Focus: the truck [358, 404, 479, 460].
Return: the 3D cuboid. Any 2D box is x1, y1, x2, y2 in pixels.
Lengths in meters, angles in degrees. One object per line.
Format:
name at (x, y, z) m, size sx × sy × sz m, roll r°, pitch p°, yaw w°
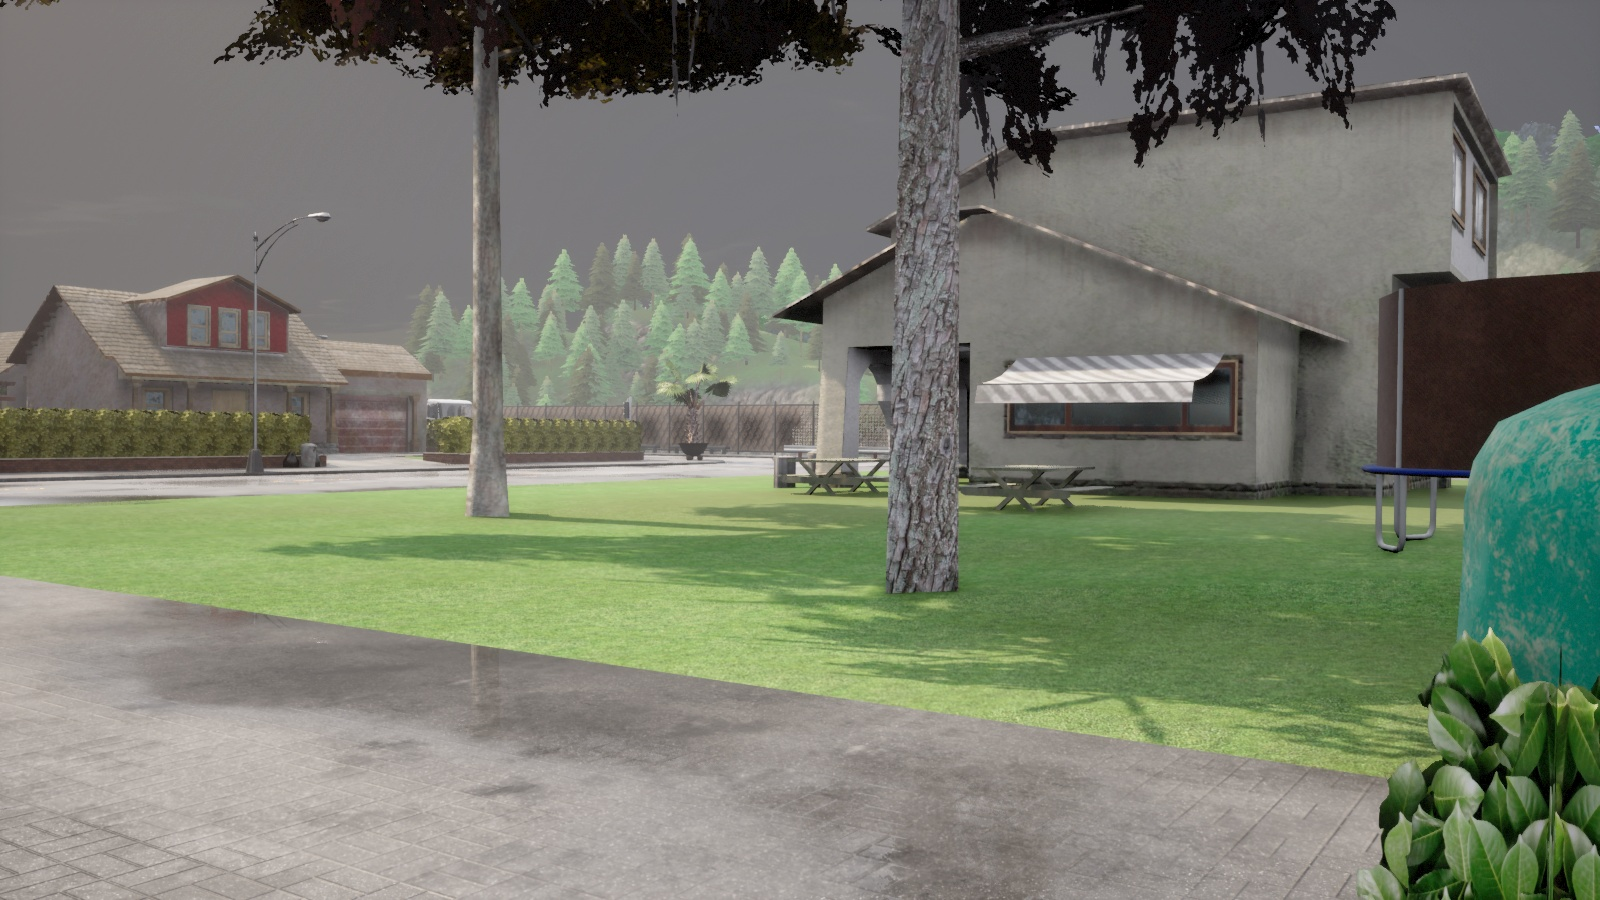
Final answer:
truck at (-24.303, -1.120, 79.790) m, size 7.936 × 3.462 × 2.891 m, roll 0°, pitch 1°, yaw 33°
